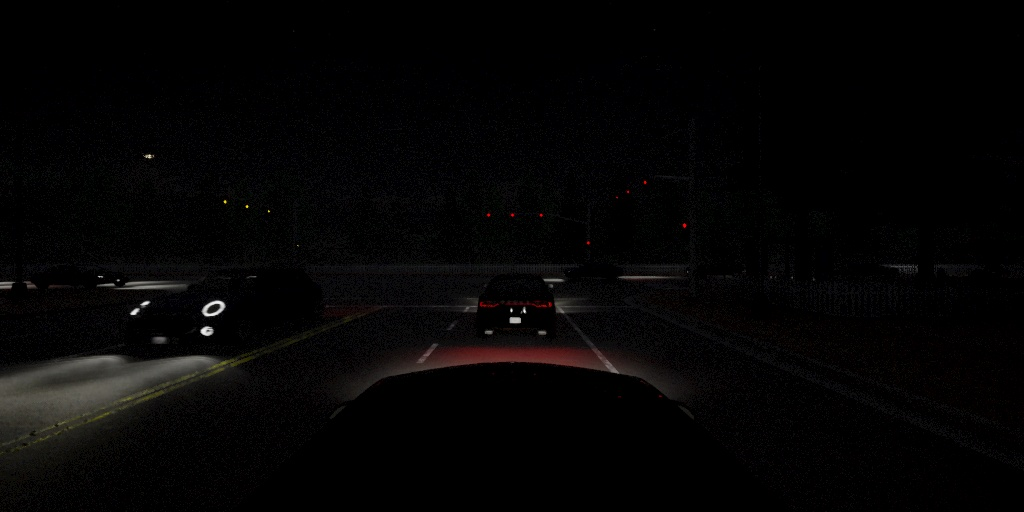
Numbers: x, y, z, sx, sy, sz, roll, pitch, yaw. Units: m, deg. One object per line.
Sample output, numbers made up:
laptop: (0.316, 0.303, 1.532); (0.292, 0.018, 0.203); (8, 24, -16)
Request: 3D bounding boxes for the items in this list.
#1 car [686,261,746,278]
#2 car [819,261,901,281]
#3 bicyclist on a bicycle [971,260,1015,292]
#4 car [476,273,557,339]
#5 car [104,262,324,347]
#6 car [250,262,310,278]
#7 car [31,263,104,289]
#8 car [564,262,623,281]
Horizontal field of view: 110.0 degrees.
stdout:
car: (18.416, 1.186, 32.506); (4.902, 1.511, 2.128); (0, 0, 1)
car: (27.877, 1.242, 28.926); (5.357, 1.411, 2.033); (0, 0, 1)
bicyclist on a bicycle: (22.821, 0.995, 17.030); (0.582, 1.620, 1.656); (0, 0, 0)
car: (0.173, 1.228, 10.168); (1.882, 1.535, 5.008); (0, 0, 2)
car: (-7.026, 1.102, 9.433); (2.097, 1.767, 4.553); (0, 0, 1)
car: (-21.098, 1.258, 32.768); (4.181, 1.385, 1.994); (0, 0, 0)
car: (-26.580, 1.220, 22.081); (4.674, 1.442, 1.812); (0, 0, 0)
car: (6.592, 1.225, 29.105); (4.674, 1.442, 1.812); (0, 0, 0)
